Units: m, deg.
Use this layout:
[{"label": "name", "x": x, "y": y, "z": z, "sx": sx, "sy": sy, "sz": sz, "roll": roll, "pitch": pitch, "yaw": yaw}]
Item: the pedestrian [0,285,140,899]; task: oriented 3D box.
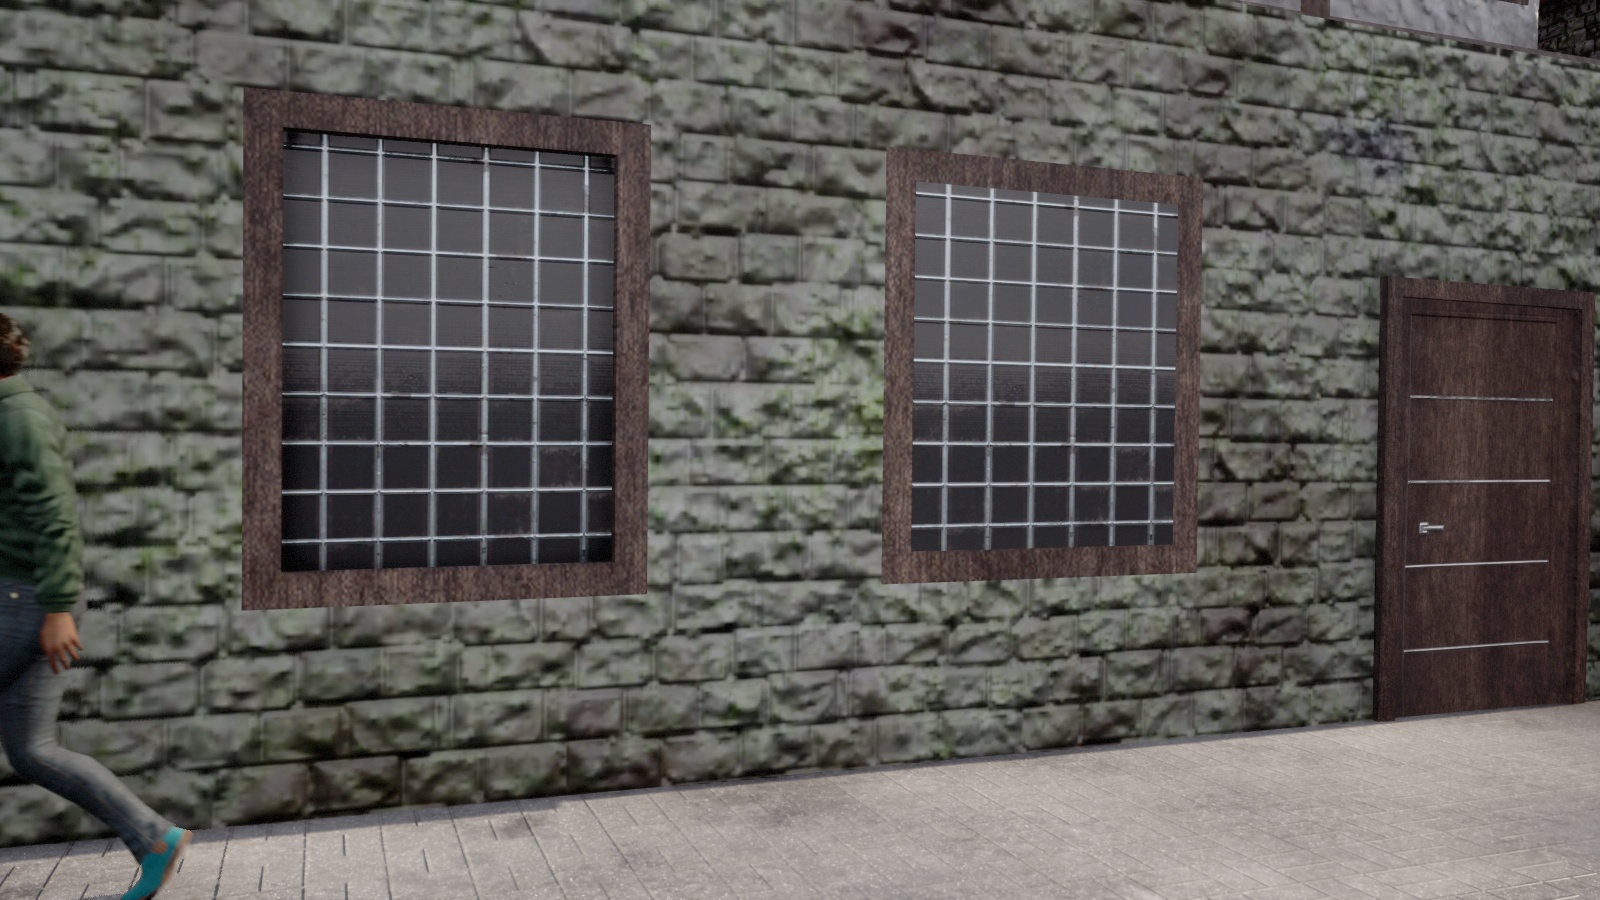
[{"label": "pedestrian", "x": -2.269, "y": 0.474, "z": 3.581, "sx": 0.614, "sy": 1.847, "sz": 0.353, "roll": -1, "pitch": 1, "yaw": -21}]
